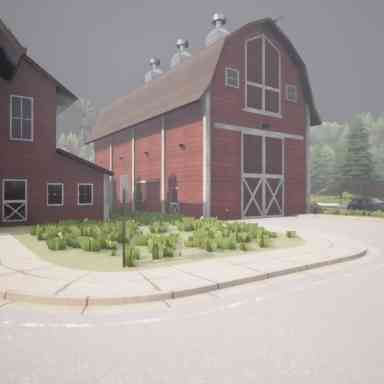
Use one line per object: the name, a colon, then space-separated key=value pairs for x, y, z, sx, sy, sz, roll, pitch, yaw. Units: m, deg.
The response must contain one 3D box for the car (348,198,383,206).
car: x=19.009 y=1.397 z=35.344 sx=2.097 sy=1.767 sz=4.553 roll=0 pitch=0 yaw=-34
